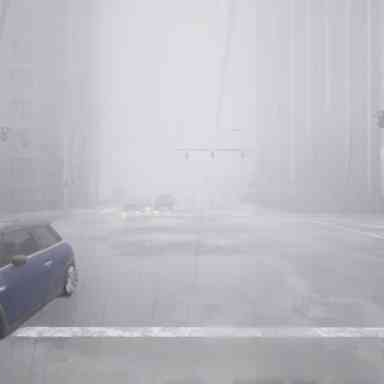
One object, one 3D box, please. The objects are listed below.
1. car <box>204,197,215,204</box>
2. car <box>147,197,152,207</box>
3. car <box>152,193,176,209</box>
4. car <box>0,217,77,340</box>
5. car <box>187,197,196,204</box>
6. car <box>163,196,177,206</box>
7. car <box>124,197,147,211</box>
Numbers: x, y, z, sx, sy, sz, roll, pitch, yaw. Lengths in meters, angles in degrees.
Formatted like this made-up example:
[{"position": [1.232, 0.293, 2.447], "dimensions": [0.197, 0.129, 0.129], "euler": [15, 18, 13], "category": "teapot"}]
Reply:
[{"position": [3.413, 1.601, 65.049], "dimensions": [1.895, 1.301, 4.718], "euler": [0, 0, 0], "category": "car"}, {"position": [-7.155, 1.491, 51.452], "dimensions": [2.128, 1.511, 4.902], "euler": [0, 0, 0], "category": "car"}, {"position": [-3.658, 1.221, 44.390], "dimensions": [2.150, 2.045, 5.566], "euler": [0, 0, 0], "category": "car"}, {"position": [-3.607, 1.352, 5.512], "dimensions": [2.097, 1.767, 4.553], "euler": [0, 0, 0], "category": "car"}, {"position": [-0.088, 1.601, 65.584], "dimensions": [1.895, 1.301, 4.718], "euler": [0, 0, 0], "category": "car"}, {"position": [-3.648, 1.478, 56.063], "dimensions": [1.882, 1.535, 5.008], "euler": [0, 0, 0], "category": "car"}, {"position": [-7.154, 1.478, 41.294], "dimensions": [1.882, 1.535, 5.008], "euler": [0, 0, 0], "category": "car"}]
